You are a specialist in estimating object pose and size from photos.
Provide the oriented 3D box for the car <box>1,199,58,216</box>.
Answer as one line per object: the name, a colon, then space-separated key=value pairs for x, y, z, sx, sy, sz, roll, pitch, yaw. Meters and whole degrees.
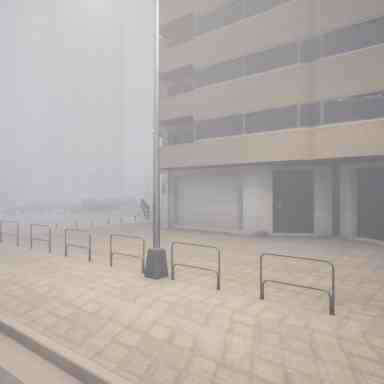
car: x=-16.598 y=1.560 z=33.621 sx=1.837 sy=1.490 sz=4.892 roll=0 pitch=0 yaw=38

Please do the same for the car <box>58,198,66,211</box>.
car: x=-16.244 y=1.533 z=39.772 sx=1.882 sy=1.535 sz=5.008 roll=0 pitch=0 yaw=38

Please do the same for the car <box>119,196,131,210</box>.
car: x=-10.455 y=1.560 z=41.493 sx=1.837 sy=1.490 sz=4.892 roll=0 pitch=0 yaw=38

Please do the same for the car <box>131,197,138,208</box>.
car: x=-9.975 y=1.407 z=47.767 sx=2.097 sy=1.767 sz=4.553 roll=0 pitch=0 yaw=38

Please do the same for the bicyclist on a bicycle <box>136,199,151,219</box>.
bicyclist on a bicycle: x=-3.846 y=1.357 z=26.430 sx=1.656 sy=1.620 sz=0.582 roll=0 pitch=0 yaw=38

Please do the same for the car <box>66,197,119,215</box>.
car: x=-10.512 y=1.406 z=35.441 sx=2.097 sy=1.767 sz=4.553 roll=0 pitch=0 yaw=38
